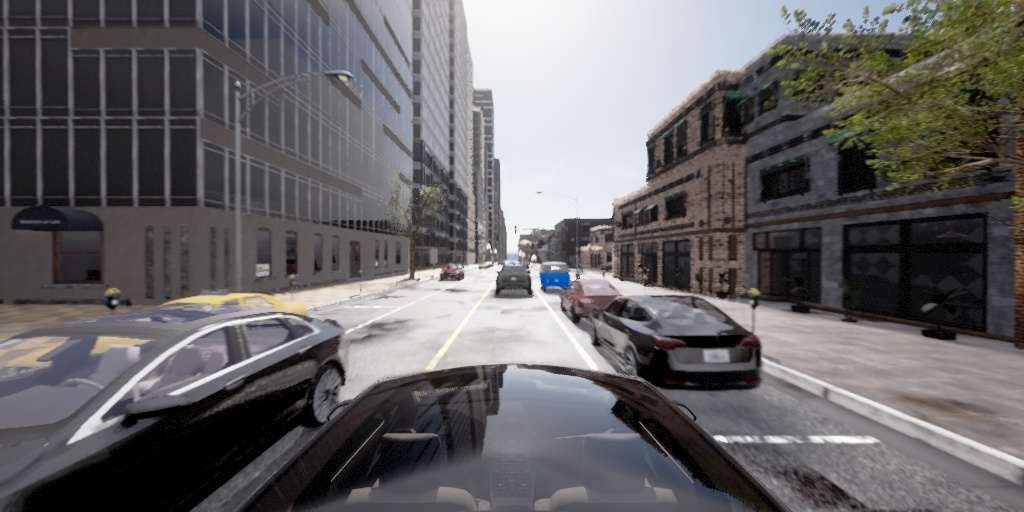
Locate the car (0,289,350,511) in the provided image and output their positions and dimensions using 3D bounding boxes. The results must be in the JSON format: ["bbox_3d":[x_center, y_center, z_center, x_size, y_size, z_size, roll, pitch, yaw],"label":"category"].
[{"bbox_3d":[-3.101,1.253,2.918,2.128,1.511,4.902,0,-1,0],"label":"car"}]

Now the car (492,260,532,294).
[{"bbox_3d":[0.103,1.280,21.799,2.097,1.767,4.553,0,-1,0],"label":"car"}]

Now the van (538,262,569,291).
[{"bbox_3d":[2.700,1.283,23.374,1.690,1.789,3.998,0,0,0],"label":"van"}]

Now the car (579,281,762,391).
[{"bbox_3d":[2.692,1.360,6.771,1.948,1.339,4.313,0,0,0],"label":"car"}]

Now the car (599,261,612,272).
[{"bbox_3d":[16.544,1.667,57.702,5.009,1.841,2.192,0,0,1],"label":"car"}]

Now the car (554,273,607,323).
[{"bbox_3d":[2.694,1.426,12.305,1.802,1.307,4.207,0,0,0],"label":"car"}]

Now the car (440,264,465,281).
[{"bbox_3d":[-5.676,1.482,34.461,1.967,1.591,4.097,0,0,0],"label":"car"}]

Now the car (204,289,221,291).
[{"bbox_3d":[-5.689,1.321,6.617,1.751,1.417,4.829,0,0,0],"label":"car"}]
